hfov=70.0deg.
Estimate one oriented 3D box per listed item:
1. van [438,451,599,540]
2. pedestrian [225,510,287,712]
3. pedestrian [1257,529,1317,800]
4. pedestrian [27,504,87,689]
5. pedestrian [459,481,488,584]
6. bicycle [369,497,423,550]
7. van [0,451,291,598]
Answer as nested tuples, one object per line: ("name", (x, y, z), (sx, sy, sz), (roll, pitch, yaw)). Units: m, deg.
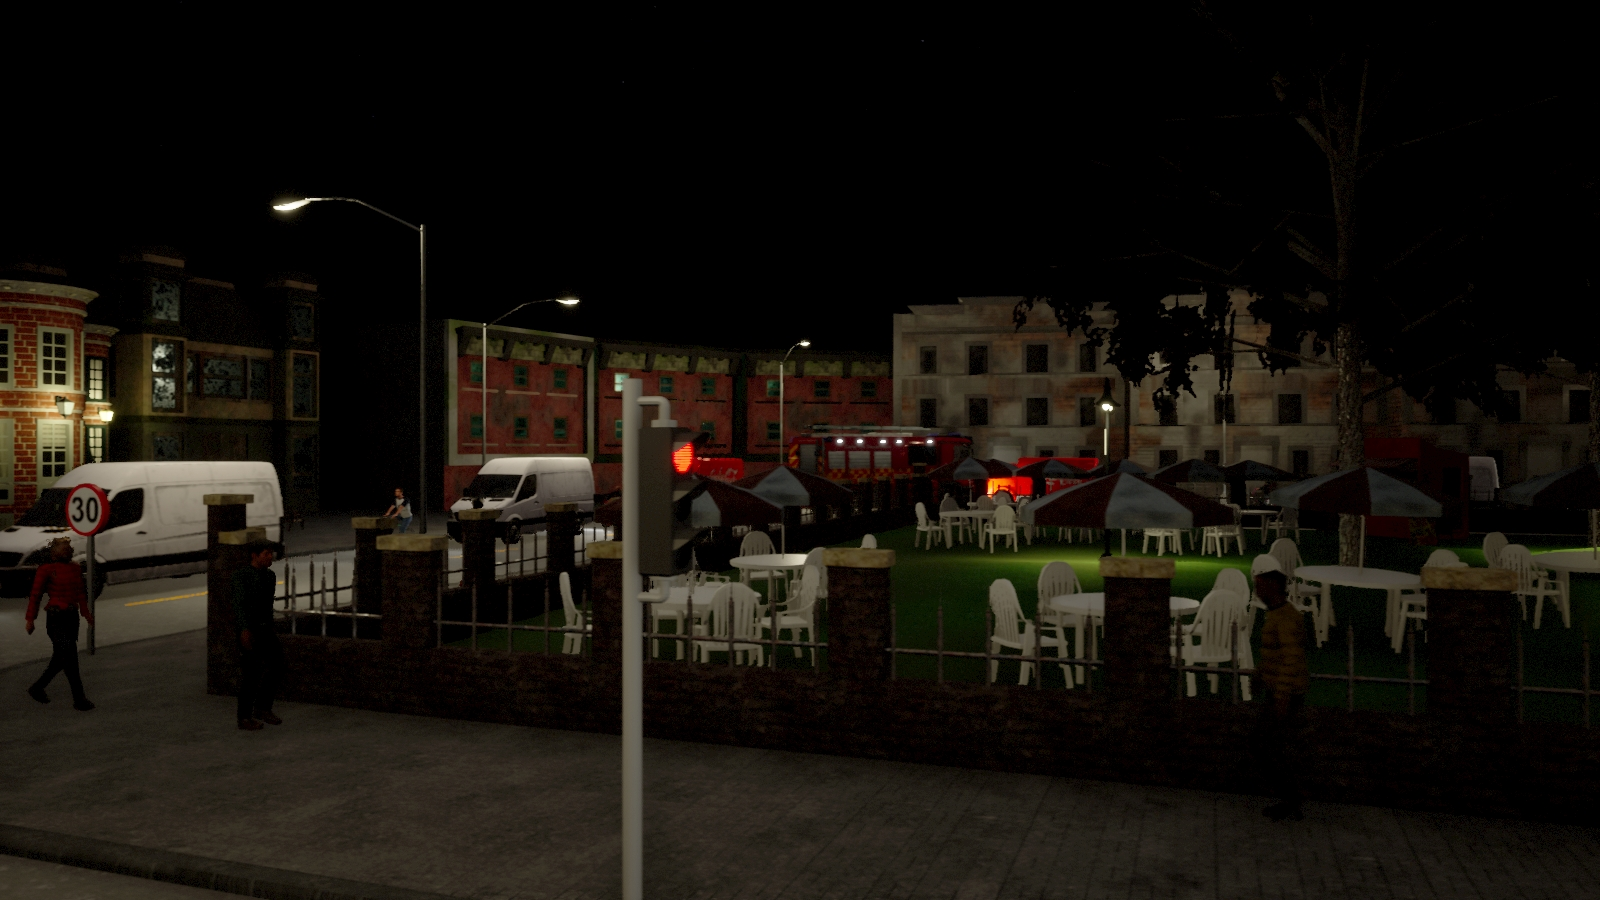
("van", (-8.694, 1.301, 35.997), (1.988, 2.561, 5.915), (0, 0, 20))
("pedestrian", (-5.176, 1.512, 10.871), (0.375, 1.860, 0.375), (0, 0, 17))
("pedestrian", (3.498, 1.516, 8.229), (0.375, 1.860, 0.375), (0, 0, 20))
("pedestrian", (-7.729, 1.508, 11.889), (0.375, 1.860, 0.375), (0, 0, 21))
("pedestrian", (-6.037, 1.510, 21.128), (0.375, 1.860, 0.375), (0, 0, 26))
("bicycle", (-10.695, 1.923, 30.286), (0.373, 1.296, 1.643), (0, 1, 20))
("van", (-13.292, 1.302, 23.025), (1.988, 2.561, 5.915), (0, 0, 20))
